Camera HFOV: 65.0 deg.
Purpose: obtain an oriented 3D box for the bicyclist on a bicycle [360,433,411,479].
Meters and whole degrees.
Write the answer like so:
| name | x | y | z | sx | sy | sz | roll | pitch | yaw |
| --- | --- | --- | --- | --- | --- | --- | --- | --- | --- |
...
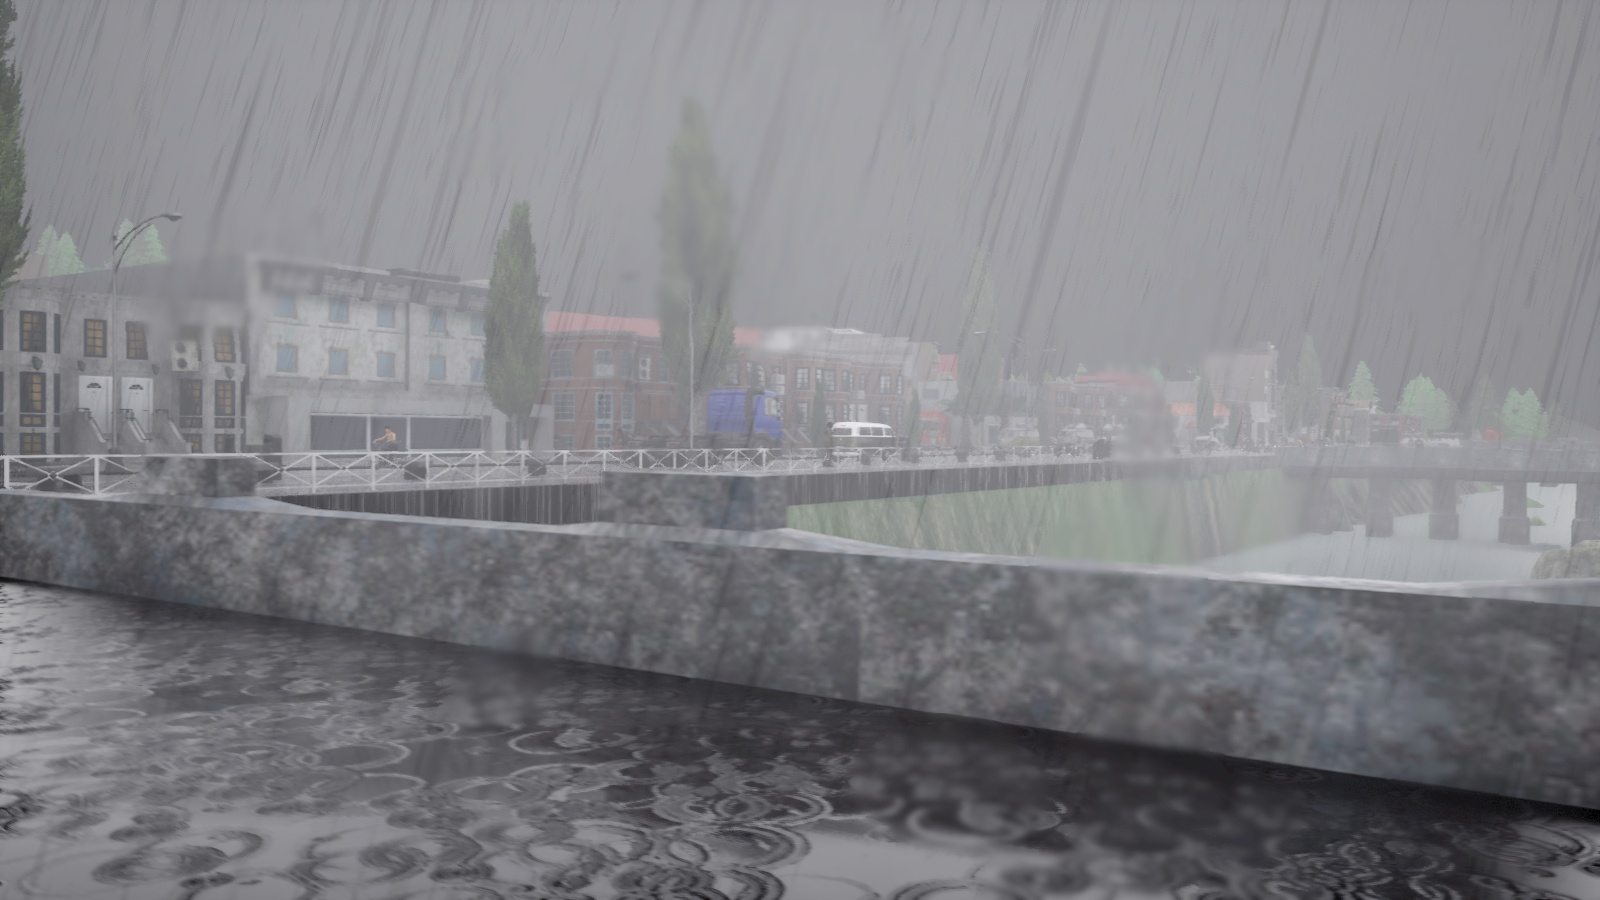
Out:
| name | x | y | z | sx | sy | sz | roll | pitch | yaw |
| --- | --- | --- | --- | --- | --- | --- | --- | --- | --- |
| bicyclist on a bicycle | -14.739 | 0.192 | 44.668 | 0.866 | 1.612 | 1.509 | 0 | 1 | 34 |

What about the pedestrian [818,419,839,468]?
| name | x | y | z | sx | sy | sz | roll | pitch | yaw |
| --- | --- | --- | --- | --- | --- | --- | --- | --- | --- |
| pedestrian | 1.140 | -0.253 | 50.146 | 0.692 | 1.930 | 0.396 | -1 | 1 | -27 |

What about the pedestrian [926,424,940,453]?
| name | x | y | z | sx | sy | sz | roll | pitch | yaw |
| --- | --- | --- | --- | --- | --- | --- | --- | --- | --- |
| pedestrian | 9.012 | -0.800 | 85.001 | 0.659 | 1.952 | 0.873 | 0 | 1 | 32 |

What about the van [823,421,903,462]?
| name | x | y | z | sx | sy | sz | roll | pitch | yaw |
| --- | --- | --- | --- | --- | --- | --- | --- | --- | --- |
| van | 3.287 | -0.456 | 64.586 | 2.069 | 2.038 | 4.480 | 0 | 1 | 34 |

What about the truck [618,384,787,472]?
| name | x | y | z | sx | sy | sz | roll | pitch | yaw |
| --- | --- | --- | --- | --- | --- | --- | --- | --- | --- |
| truck | -3.983 | -0.946 | 53.634 | 2.891 | 3.462 | 7.936 | 0 | 1 | 34 |

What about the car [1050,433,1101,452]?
| name | x | y | z | sx | sy | sz | roll | pitch | yaw |
| --- | --- | --- | --- | --- | --- | --- | --- | --- | --- |
| car | 19.601 | -0.562 | 89.160 | 1.895 | 1.301 | 4.718 | 0 | 1 | 34 |

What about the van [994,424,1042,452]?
| name | x | y | z | sx | sy | sz | roll | pitch | yaw |
| --- | --- | --- | --- | --- | --- | --- | --- | --- | --- |
| van | 15.780 | -0.895 | 90.615 | 1.775 | 1.987 | 4.442 | 0 | 1 | 34 |
